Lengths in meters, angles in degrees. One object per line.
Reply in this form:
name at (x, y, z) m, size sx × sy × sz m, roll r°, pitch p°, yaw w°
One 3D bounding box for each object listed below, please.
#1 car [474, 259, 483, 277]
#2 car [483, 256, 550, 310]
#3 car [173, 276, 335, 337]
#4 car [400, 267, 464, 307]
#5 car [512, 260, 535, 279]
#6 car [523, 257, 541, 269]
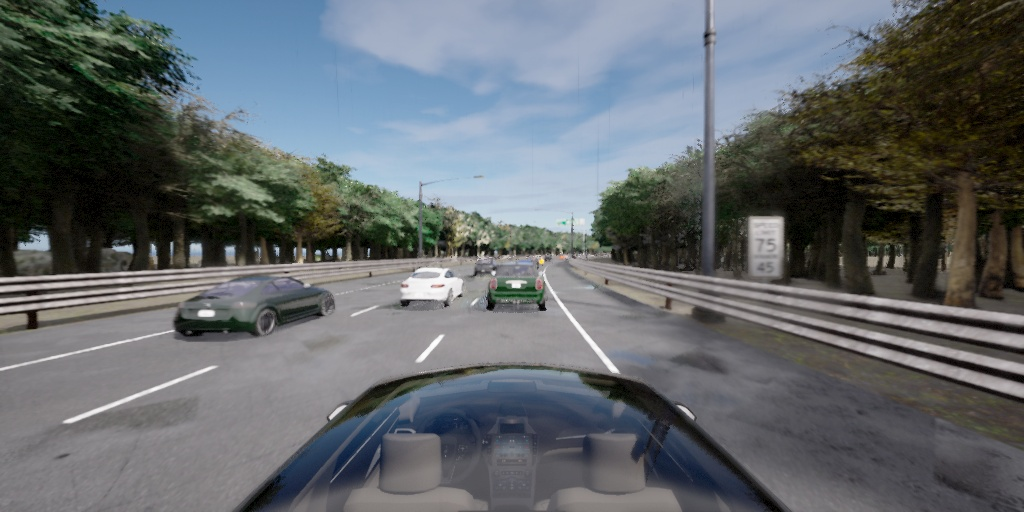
car at (-2.209, 1.017, 32.190) m, size 2.128 × 1.511 × 4.902 m, roll 0°, pitch 0°, yaw 4°
car at (0.214, 1.011, 14.378) m, size 2.097 × 1.767 × 4.553 m, roll 0°, pitch 0°, yaw 2°
car at (-6.785, 1.235, 10.007) m, size 1.994 × 1.385 × 4.181 m, roll 0°, pitch 0°, yaw 1°
car at (-3.160, 1.173, 14.751) m, size 1.812 × 1.442 × 4.674 m, roll 0°, pitch 0°, yaw 2°
car at (1.068, 1.073, 30.607) m, size 1.812 × 1.442 × 4.674 m, roll 0°, pitch 0°, yaw 4°
car at (2.696, 0.916, 47.920) m, size 2.128 × 1.511 × 4.902 m, roll 0°, pitch 0°, yaw 7°
